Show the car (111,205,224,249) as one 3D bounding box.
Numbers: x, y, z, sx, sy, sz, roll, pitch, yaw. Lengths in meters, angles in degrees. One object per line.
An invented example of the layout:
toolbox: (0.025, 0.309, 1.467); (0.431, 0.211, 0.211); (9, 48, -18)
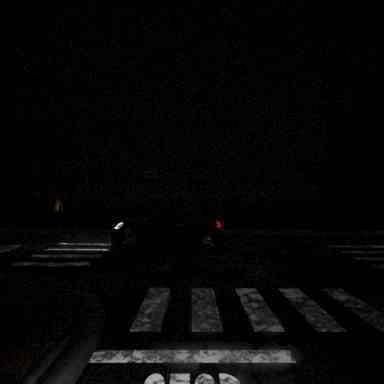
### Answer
car: (-0.978, 1.322, 13.864); (4.553, 1.767, 2.097); (0, 1, 0)

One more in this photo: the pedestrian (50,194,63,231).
pedestrian: (-6.860, 1.005, 16.764); (0.375, 1.860, 0.375); (0, 1, 0)
